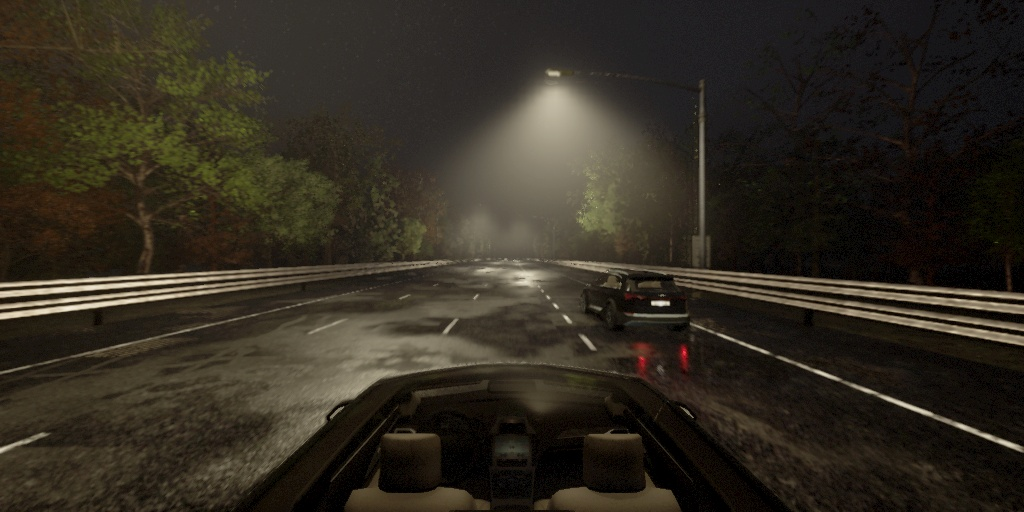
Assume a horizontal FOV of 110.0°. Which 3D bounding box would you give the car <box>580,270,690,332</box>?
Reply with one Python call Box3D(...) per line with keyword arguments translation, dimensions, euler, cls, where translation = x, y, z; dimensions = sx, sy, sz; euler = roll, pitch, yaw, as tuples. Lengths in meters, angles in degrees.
Box3D(translation=(3.472, 1.218, 10.867), dimensions=(2.033, 1.649, 4.856), euler=(1, 0, -3), cls="car")
